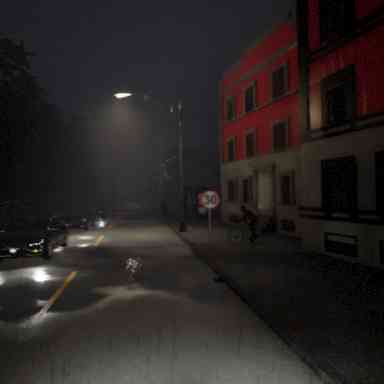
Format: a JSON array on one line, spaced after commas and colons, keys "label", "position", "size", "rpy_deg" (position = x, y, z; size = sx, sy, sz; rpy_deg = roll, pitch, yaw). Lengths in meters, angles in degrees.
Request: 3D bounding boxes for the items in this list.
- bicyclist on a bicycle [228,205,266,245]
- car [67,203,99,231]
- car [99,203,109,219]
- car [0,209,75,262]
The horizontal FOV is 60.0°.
[{"label": "bicyclist on a bicycle", "position": [2.248, 1.359, 13.575], "size": [1.656, 1.620, 0.582], "rpy_deg": [-1, 0, -9]}, {"label": "car", "position": [-7.764, 1.725, 22.607], "size": [1.882, 1.535, 5.008], "rpy_deg": [-1, 0, -9]}, {"label": "car", "position": [-9.395, 1.846, 32.531], "size": [1.812, 1.442, 4.674], "rpy_deg": [-1, 0, -9]}, {"label": "car", "position": [-6.198, 1.683, 13.198], "size": [1.837, 1.490, 4.892], "rpy_deg": [-1, 0, -9]}]
